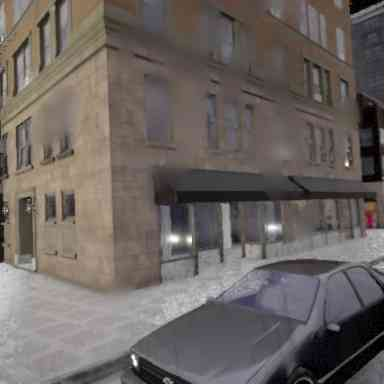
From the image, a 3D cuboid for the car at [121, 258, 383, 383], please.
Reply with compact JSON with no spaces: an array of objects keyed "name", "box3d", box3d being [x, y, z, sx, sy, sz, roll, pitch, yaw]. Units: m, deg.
[{"name":"car","box3d":[1.681,1.779,4.981,5.357,1.411,2.033,0,-4,-42]}]
